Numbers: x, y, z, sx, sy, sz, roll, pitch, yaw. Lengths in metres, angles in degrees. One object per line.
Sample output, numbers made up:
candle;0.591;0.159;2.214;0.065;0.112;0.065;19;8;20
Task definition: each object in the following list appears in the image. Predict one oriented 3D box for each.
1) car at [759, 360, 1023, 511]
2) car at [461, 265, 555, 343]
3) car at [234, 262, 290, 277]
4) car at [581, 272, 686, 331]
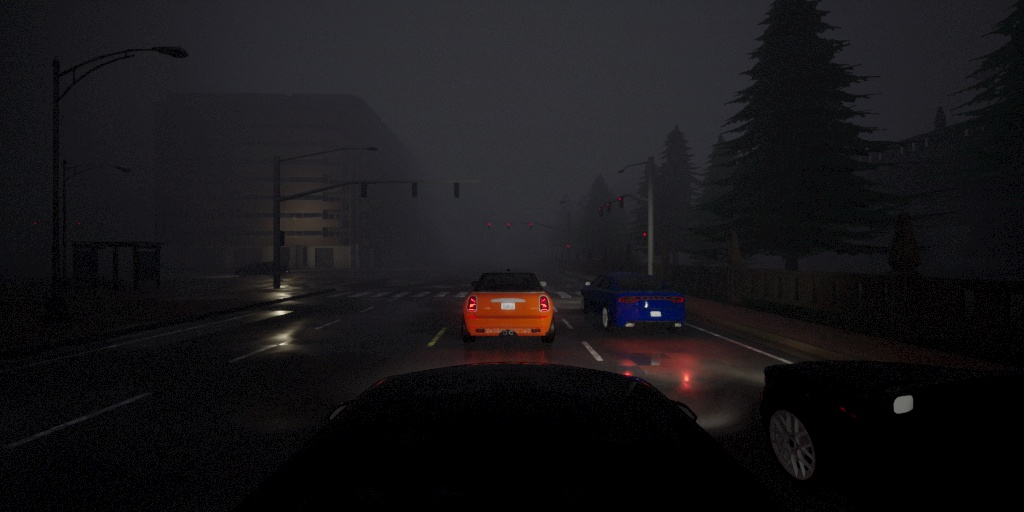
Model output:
car;3.288;1.228;1.497;1.882;1.535;5.008;0;0;3
car;-0.083;1.102;9.878;2.097;1.767;4.553;0;0;0
car;-24.886;1.310;35.778;4.892;1.490;1.837;0;0;-1
car;3.416;1.228;11.023;1.882;1.535;5.008;0;0;0
